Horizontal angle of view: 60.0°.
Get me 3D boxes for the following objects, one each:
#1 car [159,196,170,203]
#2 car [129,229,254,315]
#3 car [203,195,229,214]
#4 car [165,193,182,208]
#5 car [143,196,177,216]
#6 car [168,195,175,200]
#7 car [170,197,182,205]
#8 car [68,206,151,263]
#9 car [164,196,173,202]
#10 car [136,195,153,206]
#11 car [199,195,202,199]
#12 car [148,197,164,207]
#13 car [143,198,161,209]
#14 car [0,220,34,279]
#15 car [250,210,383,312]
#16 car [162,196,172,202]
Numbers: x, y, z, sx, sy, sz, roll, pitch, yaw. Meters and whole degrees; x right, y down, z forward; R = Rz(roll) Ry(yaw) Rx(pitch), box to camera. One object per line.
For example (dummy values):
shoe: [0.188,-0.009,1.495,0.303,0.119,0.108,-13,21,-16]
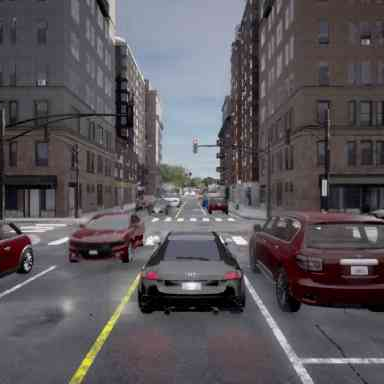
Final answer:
car: [-5.503,1.540,67.683,1.887,1.381,4.507,0,0,0]
car: [0.014,1.564,7.640,1.994,1.385,4.181,0,0,1]
car: [2.652,1.313,34.673,2.192,1.841,5.009,0,0,0]
car: [-2.884,1.220,47.342,2.150,2.045,5.566,0,0,0]
car: [-3.003,1.490,32.458,2.128,1.511,4.902,0,0,3]
car: [-5.526,1.575,89.698,1.802,1.307,4.206,0,0,0]
car: [-2.856,1.560,60.364,1.994,1.385,4.181,0,0,2]
car: [-2.868,1.477,12.133,1.882,1.535,5.008,0,0,0]
car: [-5.514,1.545,78.690,2.008,1.369,4.403,0,0,0]
car: [-5.475,1.313,40.164,2.192,1.841,5.009,0,0,0]
car: [2.615,1.312,51.185,2.192,1.841,5.009,0,0,0]
car: [-5.486,1.548,51.172,2.008,1.369,4.403,0,0,0]
car: [-5.480,1.563,45.668,1.947,1.339,4.313,0,0,0]
car: [-5.397,1.440,7.605,1.967,1.590,4.097,0,0,0]
car: [2.628,1.315,7.617,2.192,1.841,5.009,0,0,0]
car: [-5.509,1.539,73.186,1.887,1.381,4.507,0,0,0]
